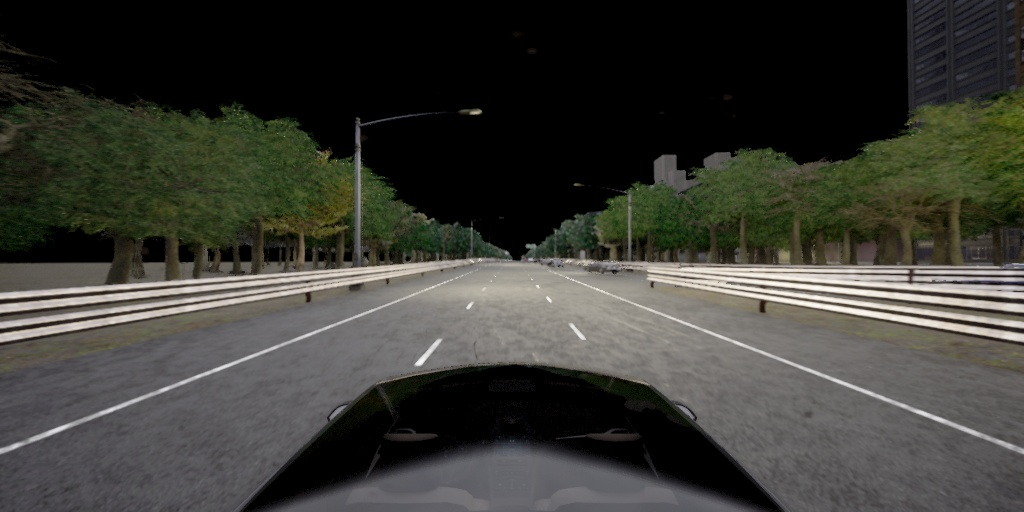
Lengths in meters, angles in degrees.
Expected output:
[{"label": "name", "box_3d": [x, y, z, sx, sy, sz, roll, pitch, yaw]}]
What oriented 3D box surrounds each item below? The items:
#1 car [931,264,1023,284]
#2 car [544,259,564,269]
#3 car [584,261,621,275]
[{"label": "car", "box_3d": [20.391, 1.034, 14.433, 1.812, 1.442, 4.674, 0, -1, -32]}, {"label": "car", "box_3d": [7.163, 1.252, 59.008, 2.033, 1.411, 5.357, 0, 0, -6]}, {"label": "car", "box_3d": [10.097, 1.285, 40.219, 2.033, 1.411, 5.357, 0, 0, -16]}]
